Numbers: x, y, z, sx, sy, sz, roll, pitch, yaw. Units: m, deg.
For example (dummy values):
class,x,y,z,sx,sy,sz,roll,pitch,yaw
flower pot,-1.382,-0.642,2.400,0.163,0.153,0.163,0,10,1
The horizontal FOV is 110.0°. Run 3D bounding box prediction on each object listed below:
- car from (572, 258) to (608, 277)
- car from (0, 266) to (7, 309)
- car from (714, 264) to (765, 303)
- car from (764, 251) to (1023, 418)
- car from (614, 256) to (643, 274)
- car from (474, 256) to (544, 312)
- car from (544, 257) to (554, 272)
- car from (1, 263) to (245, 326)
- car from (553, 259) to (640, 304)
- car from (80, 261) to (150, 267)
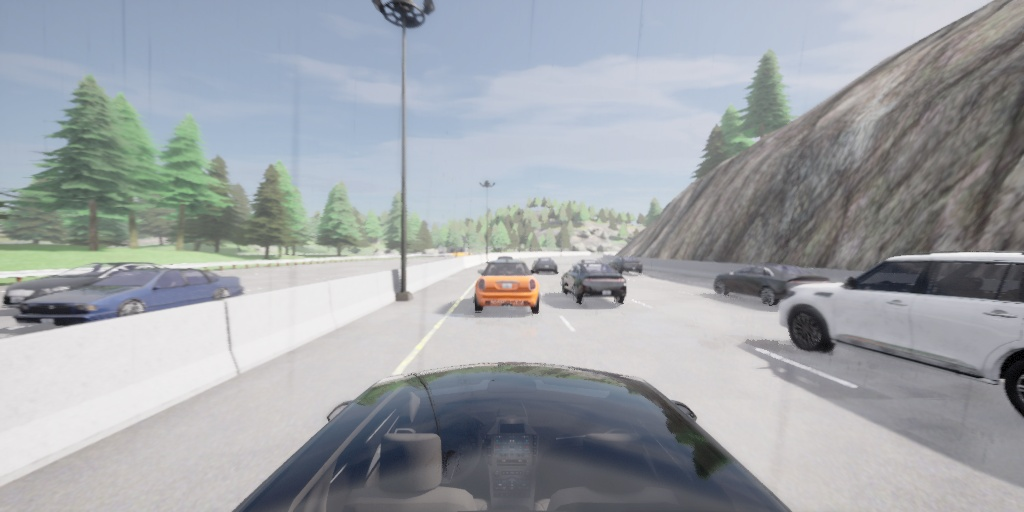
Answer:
class,x,y,z,sx,sy,sz,roll,pitch,yaw
car,6.410,0.894,29.998,1.895,1.301,4.718,0,1,-1
car,-17.827,1.071,9.862,1.994,1.385,4.181,0,1,-1
car,10.267,1.075,14.586,2.128,1.511,4.902,0,1,-1
car,6.984,0.945,5.458,2.150,2.045,5.566,0,1,-1
car,9.888,0.777,31.573,2.128,1.511,4.902,0,1,-1
car,-0.200,0.901,13.148,2.097,1.767,4.553,0,1,-1
car,2.882,0.803,31.976,1.994,1.385,4.181,0,1,-1
car,-10.855,1.074,10.986,2.033,1.411,5.357,0,1,-1
car,3.256,1.029,14.964,2.128,1.511,4.902,0,1,-1
car,-14.396,0.966,12.847,2.128,1.511,4.902,0,1,-1
